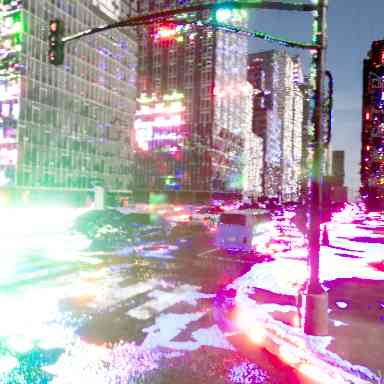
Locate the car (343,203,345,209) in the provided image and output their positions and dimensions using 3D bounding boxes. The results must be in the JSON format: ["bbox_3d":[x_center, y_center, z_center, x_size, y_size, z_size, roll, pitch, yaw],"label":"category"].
[{"bbox_3d":[34.853,3.264,78.651,1.967,1.590,4.097,2,-1,27],"label":"car"}]

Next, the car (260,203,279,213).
[{"bbox_3d":[12.311,2.430,52.678,1.752,1.417,4.829,2,-1,27],"label":"car"}]

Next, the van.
[{"bbox_3d":[2.376,1.630,14.498,1.690,1.788,3.998,2,0,27],"label":"van"}]

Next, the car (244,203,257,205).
[{"bbox_3d":[5.652,2.021,33.772,1.882,1.535,5.008,1,-1,27],"label":"car"}]

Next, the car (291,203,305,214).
[{"bbox_3d":[15.659,2.555,46.480,1.895,1.301,4.718,1,-1,27],"label":"car"}]

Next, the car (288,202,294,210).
[{"bbox_3d":[17.384,2.698,62.700,2.008,1.369,4.403,2,-1,27],"label":"car"}]

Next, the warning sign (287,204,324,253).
[{"bbox_3d":[4.768,1.472,13.957,1.300,1.860,1.060,1,-1,27],"label":"warning sign"}]

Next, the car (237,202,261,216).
[{"bbox_3d":[7.392,2.113,42.960,1.967,1.590,4.097,2,0,27],"label":"car"}]

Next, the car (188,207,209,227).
[{"bbox_3d":[1.399,1.872,25.395,1.812,1.442,4.674,1,-1,27],"label":"car"}]

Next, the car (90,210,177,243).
[{"bbox_3d":[-2.716,1.758,17.273,1.895,1.301,4.718,1,-1,27],"label":"car"}]

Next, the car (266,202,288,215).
[{"bbox_3d":[10.508,2.318,43.270,2.033,1.411,5.357,1,-1,27],"label":"car"}]

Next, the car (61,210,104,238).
[{"bbox_3d":[-5.105,1.659,18.286,1.947,1.339,4.313,2,0,27],"label":"car"}]

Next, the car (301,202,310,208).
[{"bbox_3d":[29.800,3.272,87.222,1.752,1.417,4.829,2,-1,27],"label":"car"}]

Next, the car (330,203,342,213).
[{"bbox_3d":[24.856,2.893,58.911,2.008,1.369,4.403,2,-1,27],"label":"car"}]
